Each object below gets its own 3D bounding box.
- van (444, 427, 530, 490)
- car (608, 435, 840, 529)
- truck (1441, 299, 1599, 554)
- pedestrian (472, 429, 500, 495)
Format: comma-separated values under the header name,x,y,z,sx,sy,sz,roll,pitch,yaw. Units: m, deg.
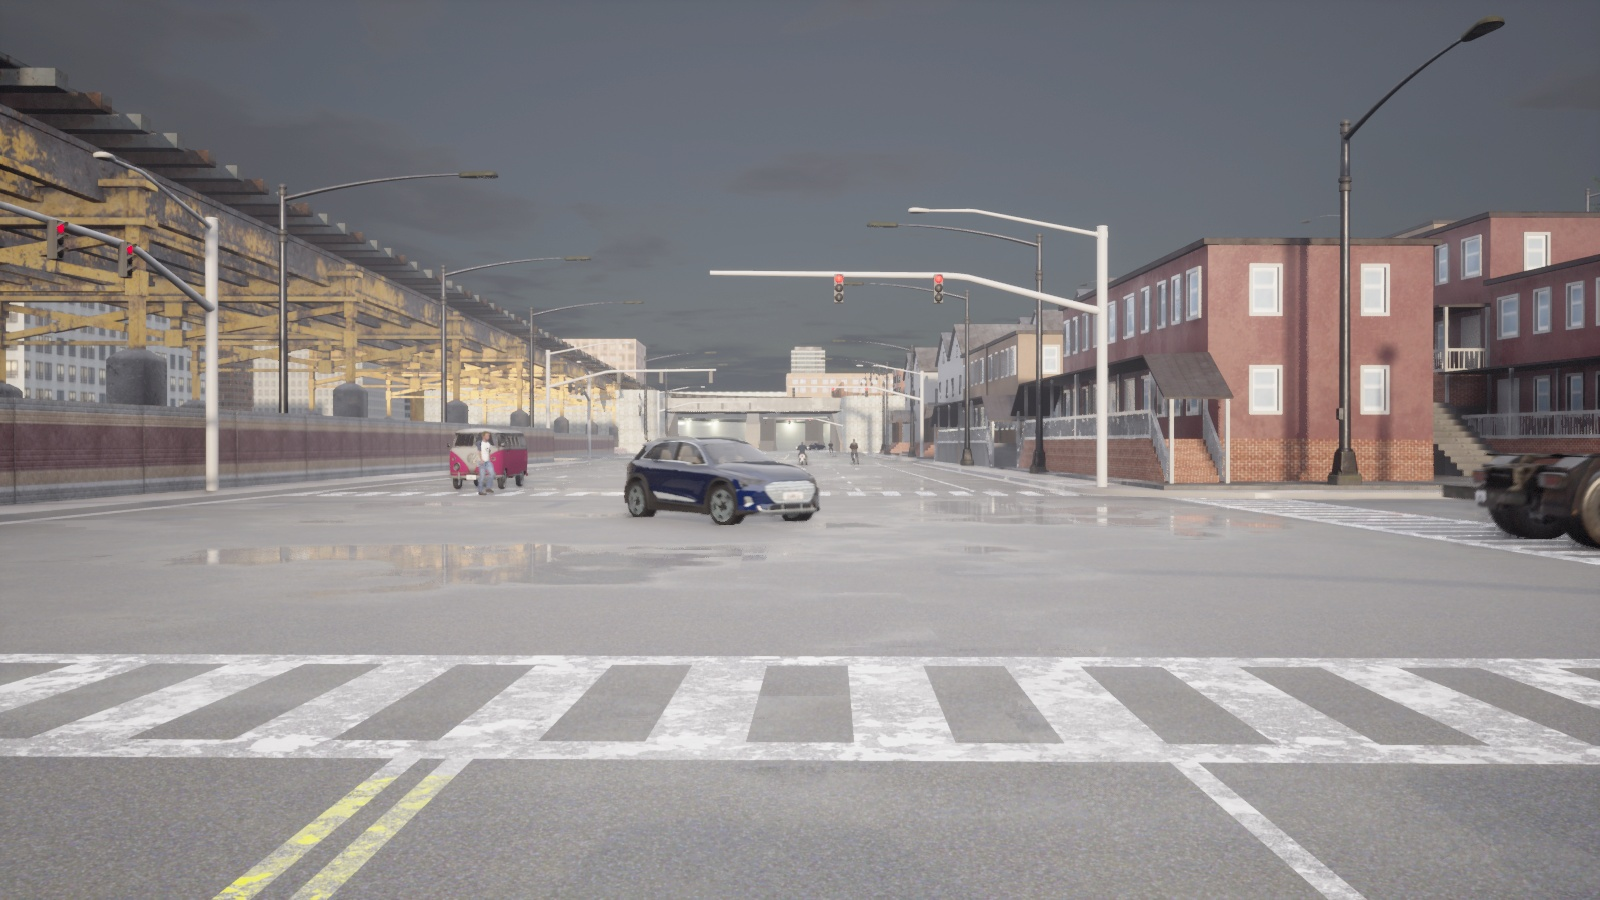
name,x,y,z,sx,sy,sz,roll,pitch,yaw
van,-10.417,0.253,42.108,1.775,1.987,4.442,0,0,0
car,-1.587,0.538,24.395,2.033,1.649,4.856,-1,1,-39
truck,14.075,-0.327,18.298,7.936,3.462,2.891,0,0,3
pedestrian,-8.810,0.326,35.220,0.706,1.836,0.354,0,0,33
